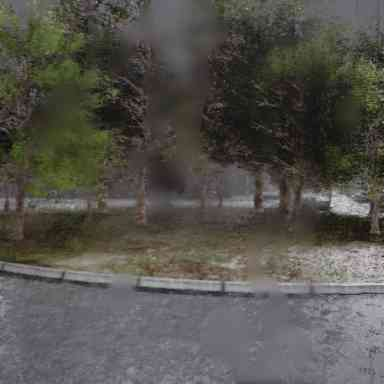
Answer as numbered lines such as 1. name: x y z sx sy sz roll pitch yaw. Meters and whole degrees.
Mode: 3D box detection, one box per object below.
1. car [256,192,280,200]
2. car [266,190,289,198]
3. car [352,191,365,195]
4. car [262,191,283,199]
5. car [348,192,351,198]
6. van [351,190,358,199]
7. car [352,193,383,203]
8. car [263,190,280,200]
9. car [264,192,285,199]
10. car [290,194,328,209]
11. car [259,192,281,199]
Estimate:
1. car: 17.455 0.874 76.433 5.008 1.535 2.097 2 1 24
2. car: 22.966 0.456 89.069 5.566 2.045 2.435 2 1 24
3. car: 36.287 1.240 69.106 4.553 1.767 2.185 2 1 24
4. car: 19.701 0.689 81.467 4.553 1.767 2.185 2 1 24
5. car: 40.768 1.224 79.424 5.008 1.535 2.097 2 1 24
6. van: 37.321 1.107 71.826 4.442 1.987 1.878 2 1 24
7. car: 34.046 1.438 64.155 4.792 1.488 2.163 2 1 24
8. car: 16.384 0.775 73.886 4.553 1.767 2.185 2 1 24
9. car: 20.771 0.782 84.015 4.892 1.521 2.231 2 1 24
10. car: 15.005 1.422 43.494 5.357 1.411 2.033 2 1 34
11. car: 18.566 0.884 78.956 4.674 1.452 2.002 2 1 24
